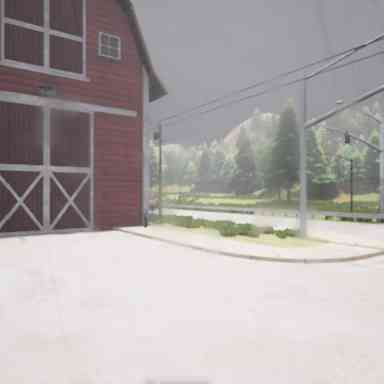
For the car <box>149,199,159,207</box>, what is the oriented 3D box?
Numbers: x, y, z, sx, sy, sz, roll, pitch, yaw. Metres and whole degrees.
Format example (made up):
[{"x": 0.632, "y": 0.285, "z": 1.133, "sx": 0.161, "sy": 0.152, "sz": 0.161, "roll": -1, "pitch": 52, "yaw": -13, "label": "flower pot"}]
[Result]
[{"x": -6.389, "y": 1.819, "z": 43.087, "sx": 2.033, "sy": 1.411, "sz": 5.357, "roll": 0, "pitch": 0, "yaw": -34, "label": "car"}]

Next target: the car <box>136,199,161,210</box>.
[{"x": -6.505, "y": 1.833, "z": 49.630, "sx": 1.812, "sy": 1.442, "sz": 4.674, "roll": 0, "pitch": 0, "yaw": -34, "label": "car"}]
